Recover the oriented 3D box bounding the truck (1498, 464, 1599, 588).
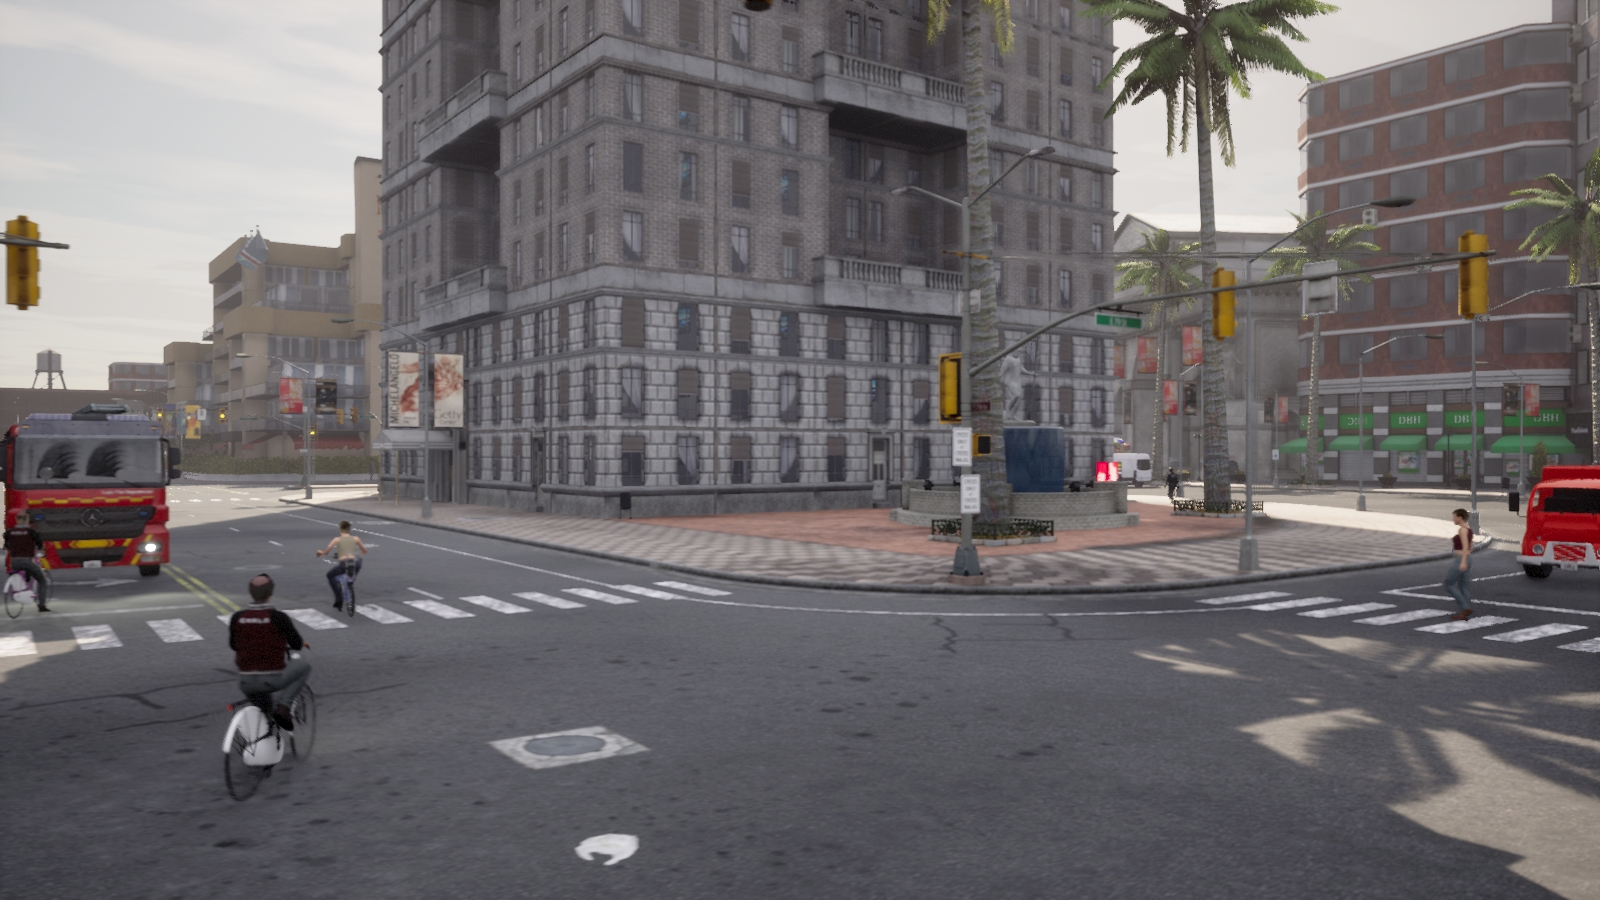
[{"bbox_3d":[17.869,1.568,25.298,5.204,2.467,2.627,0,0,-41],"label":"truck"}]

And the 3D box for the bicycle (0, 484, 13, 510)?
[{"bbox_3d":[-37.670,2.210,53.801,0.329,1.171,1.835,0,0,-13],"label":"bicycle"}]

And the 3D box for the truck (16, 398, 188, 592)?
[{"bbox_3d":[-16.585,0.891,26.826,2.891,3.827,8.468,0,0,-35],"label":"truck"}]

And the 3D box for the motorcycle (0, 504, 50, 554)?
[{"bbox_3d":[-21.977,2.205,32.244,2.209,1.251,0.867,0,0,43],"label":"motorcycle"}]

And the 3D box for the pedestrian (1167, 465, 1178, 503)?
[{"bbox_3d":[18.382,1.696,56.381,0.375,1.860,0.375,0,0,-7],"label":"pedestrian"}]

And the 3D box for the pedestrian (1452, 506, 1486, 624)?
[{"bbox_3d":[10.855,1.849,18.535,0.375,1.860,0.375,0,0,-39],"label":"pedestrian"}]

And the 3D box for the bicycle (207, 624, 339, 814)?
[{"bbox_3d":[-4.429,2.210,9.712,0.329,1.171,1.835,0,0,-2],"label":"bicycle"}]

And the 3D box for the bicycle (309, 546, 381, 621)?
[{"bbox_3d":[-7.782,2.256,19.521,0.859,1.080,1.487,0,0,-33],"label":"bicycle"}]
